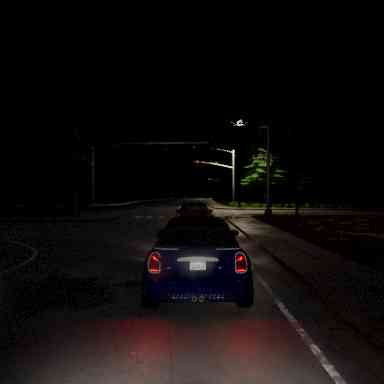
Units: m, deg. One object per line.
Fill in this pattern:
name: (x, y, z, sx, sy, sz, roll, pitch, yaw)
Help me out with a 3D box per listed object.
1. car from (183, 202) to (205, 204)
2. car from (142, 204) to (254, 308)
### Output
car: (0.116, 1.338, 18.214, 2.097, 1.767, 4.553, 0, 0, 0)
car: (0.106, 1.347, 8.093, 2.097, 1.767, 4.553, 0, 0, 0)
